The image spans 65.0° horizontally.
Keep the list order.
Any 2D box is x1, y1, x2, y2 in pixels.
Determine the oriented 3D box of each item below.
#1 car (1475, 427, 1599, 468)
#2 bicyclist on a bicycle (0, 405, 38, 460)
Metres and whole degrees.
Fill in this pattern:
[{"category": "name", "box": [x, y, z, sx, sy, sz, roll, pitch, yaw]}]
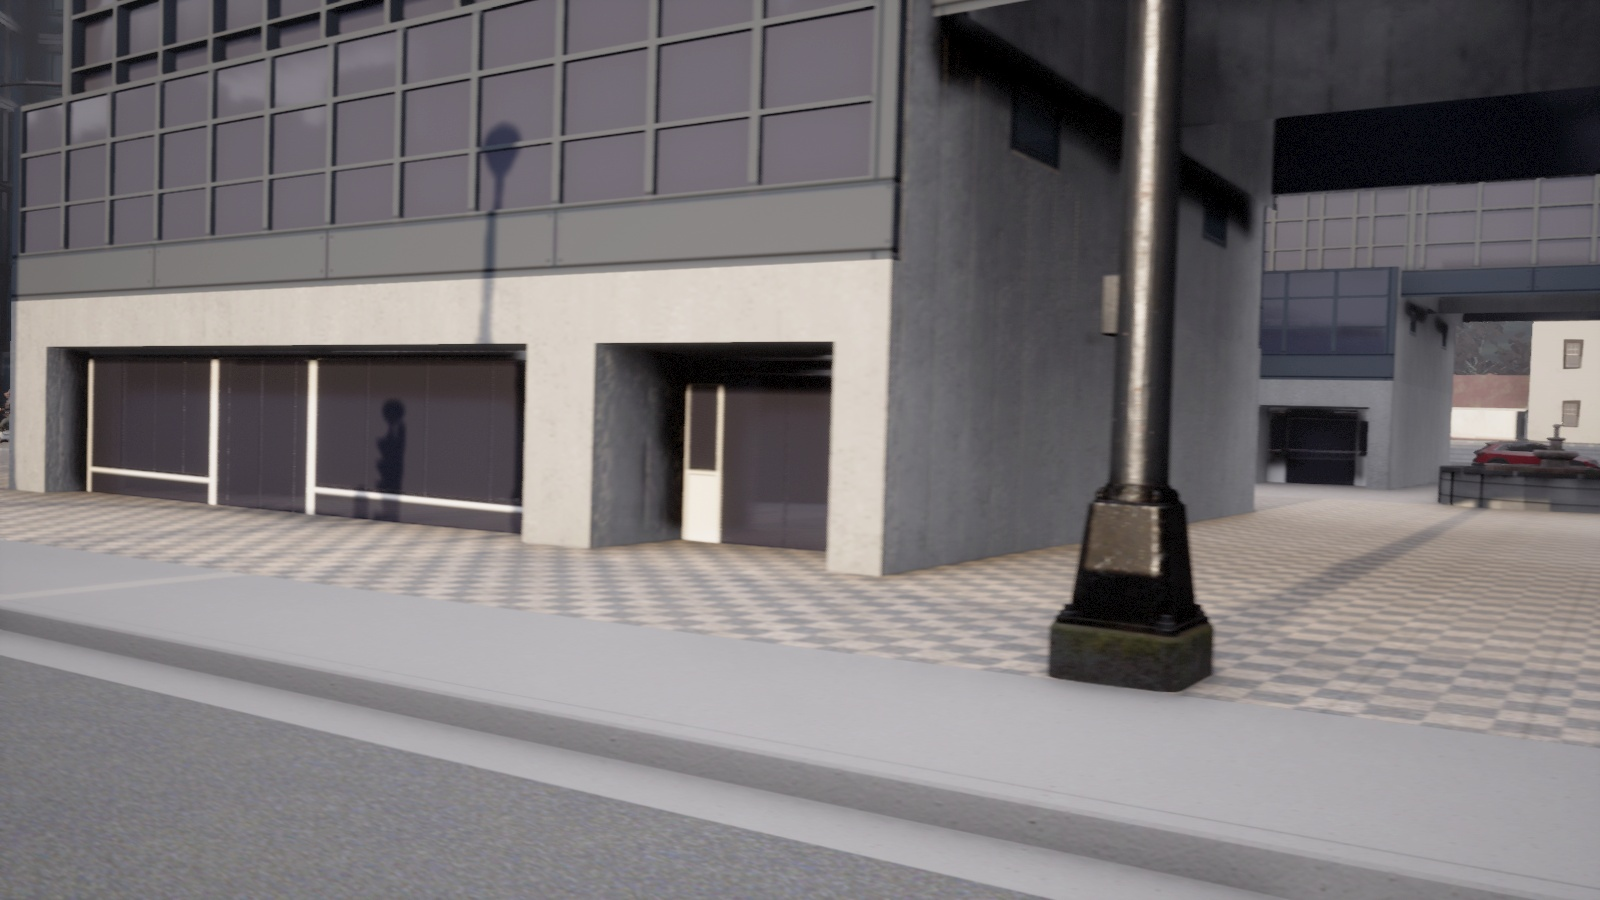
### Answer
[{"category": "car", "box": [32.260, -0.132, 54.814, 4.856, 1.649, 2.033, 2, 2, 29]}, {"category": "bicyclist on a bicycle", "box": [-25.950, -0.581, 40.908, 0.659, 1.776, 1.843, 2, 2, 34]}]
